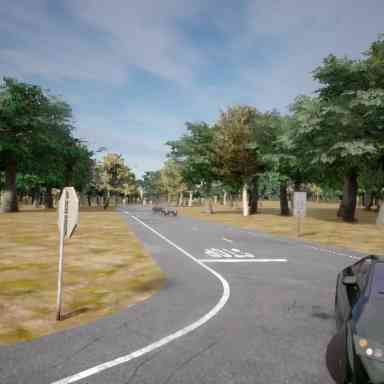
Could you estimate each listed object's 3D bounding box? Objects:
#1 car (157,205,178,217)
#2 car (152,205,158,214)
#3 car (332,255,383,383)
[{"bbox_3d":[-3.410,2.852,48.032,1.895,1.301,4.718,3,-2,-13],"label":"car"},{"bbox_3d":[-5.652,2.963,56.882,1.882,1.535,5.008,3,-2,-14],"label":"car"},{"bbox_3d":[3.105,1.643,4.618,1.994,1.385,4.181,1,-1,22],"label":"car"}]
